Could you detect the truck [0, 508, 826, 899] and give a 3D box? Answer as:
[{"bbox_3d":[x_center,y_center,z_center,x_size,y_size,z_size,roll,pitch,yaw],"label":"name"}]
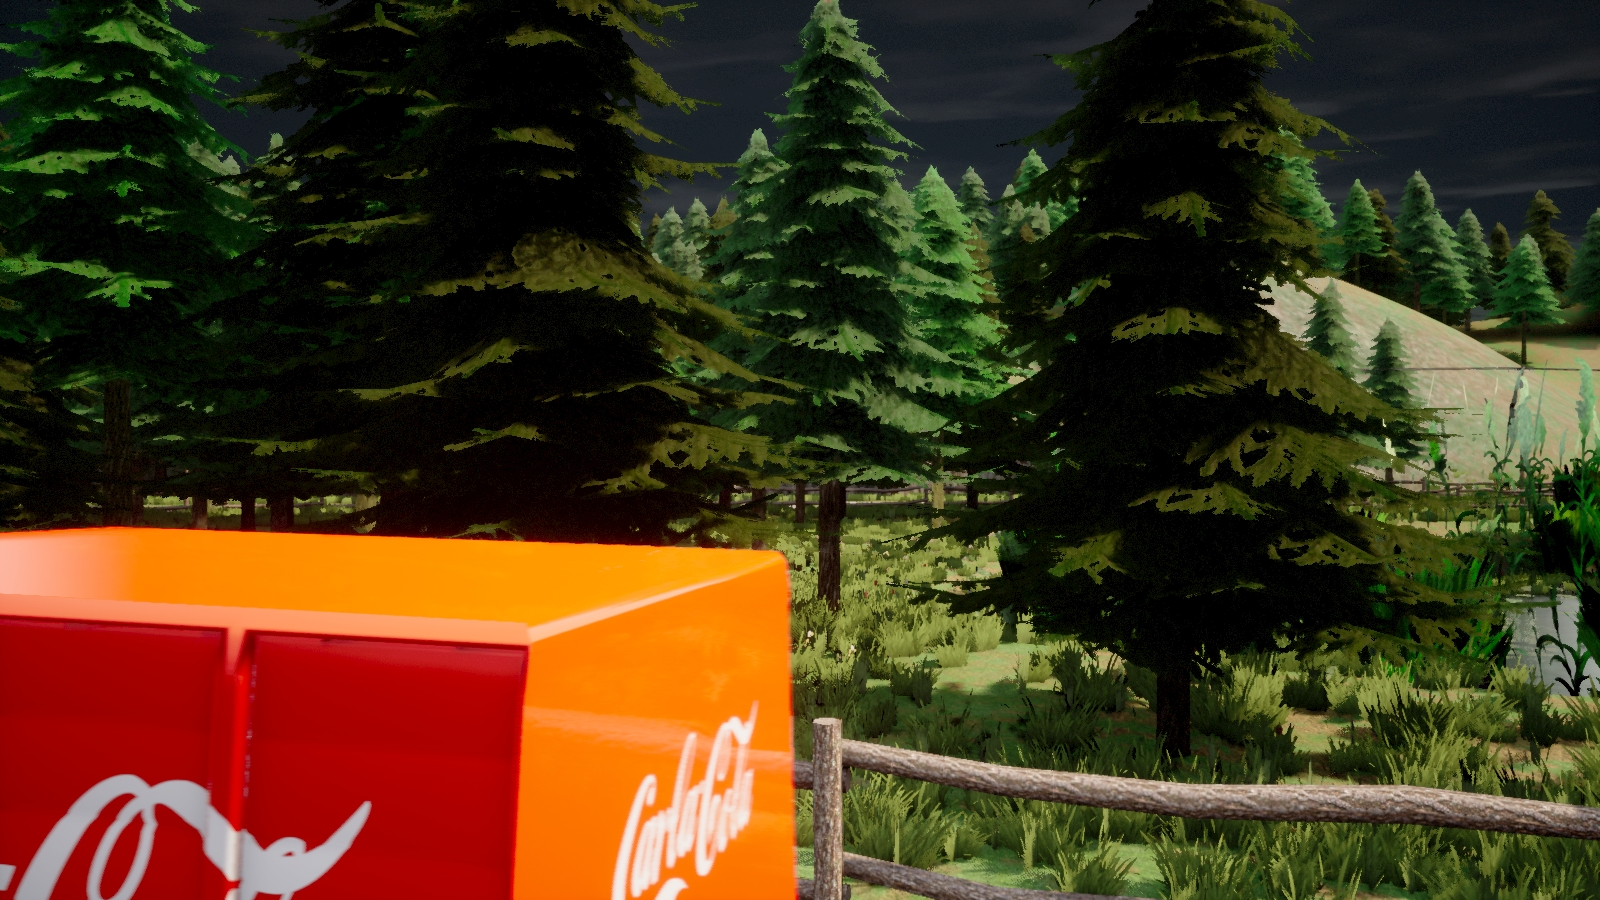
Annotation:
[{"bbox_3d":[-2.762,1.534,4.142,5.204,2.467,2.627,0,0,16],"label":"truck"}]
